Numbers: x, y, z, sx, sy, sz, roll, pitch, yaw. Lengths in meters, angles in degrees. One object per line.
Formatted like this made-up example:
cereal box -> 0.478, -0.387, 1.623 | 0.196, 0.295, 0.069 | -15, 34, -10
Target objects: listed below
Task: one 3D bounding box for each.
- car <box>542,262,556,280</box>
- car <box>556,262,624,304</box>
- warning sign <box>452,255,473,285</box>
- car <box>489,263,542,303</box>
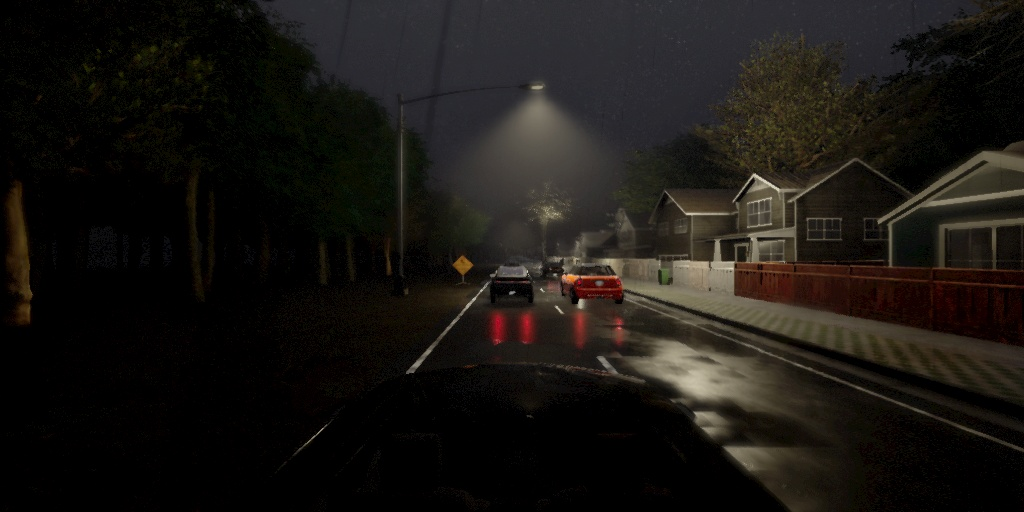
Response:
car -> 3.500, 1.254, 31.499 | 1.837, 1.490, 4.892 | 0, 0, 0
car -> 3.499, 1.114, 16.469 | 2.097, 1.767, 4.553 | 0, 0, 0
warning sign -> -3.050, 0.859, 22.359 | 1.300, 1.860, 1.060 | 0, 0, 0
car -> -0.001, 1.243, 16.499 | 2.128, 1.511, 4.902 | 0, 0, 0
